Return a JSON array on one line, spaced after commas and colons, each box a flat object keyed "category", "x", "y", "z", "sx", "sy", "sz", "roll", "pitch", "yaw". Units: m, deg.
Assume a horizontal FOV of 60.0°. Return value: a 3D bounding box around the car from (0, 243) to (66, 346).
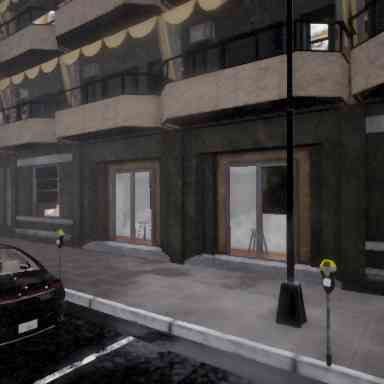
[{"category": "car", "x": -3.956, "y": 1.551, "z": 5.700, "sx": 4.403, "sy": 1.369, "sz": 2.008, "roll": 0, "pitch": 0, "yaw": 36}]
